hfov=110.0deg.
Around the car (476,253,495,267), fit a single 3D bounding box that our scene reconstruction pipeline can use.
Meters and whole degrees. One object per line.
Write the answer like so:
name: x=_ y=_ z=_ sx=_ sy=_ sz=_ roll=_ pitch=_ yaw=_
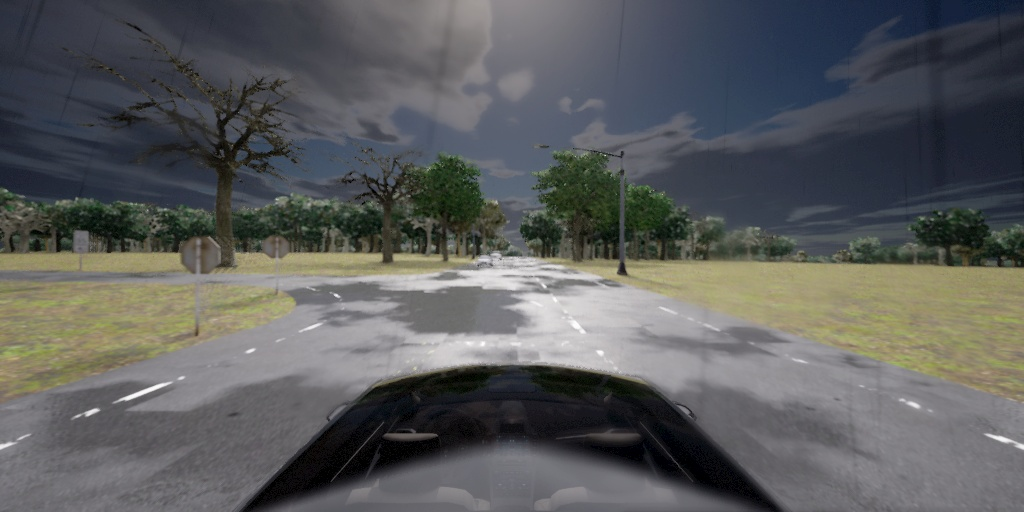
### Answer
car: x=-3.532 y=0.634 z=46.560 sx=1.812 sy=1.442 sz=4.674 roll=0 pitch=1 yaw=0
